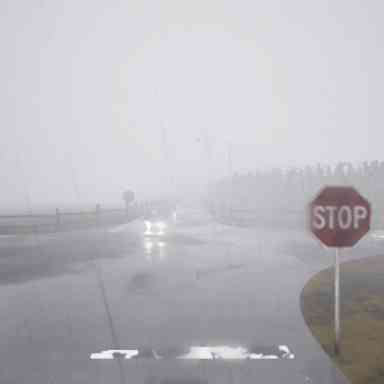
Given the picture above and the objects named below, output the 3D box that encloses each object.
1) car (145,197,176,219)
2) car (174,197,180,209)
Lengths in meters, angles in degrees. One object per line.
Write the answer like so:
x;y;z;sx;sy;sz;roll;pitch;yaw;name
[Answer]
-2.909;1.507;29.041;2.128;1.511;4.902;0;0;1;car
-2.876;1.551;42.281;1.812;1.442;4.674;0;0;0;car
